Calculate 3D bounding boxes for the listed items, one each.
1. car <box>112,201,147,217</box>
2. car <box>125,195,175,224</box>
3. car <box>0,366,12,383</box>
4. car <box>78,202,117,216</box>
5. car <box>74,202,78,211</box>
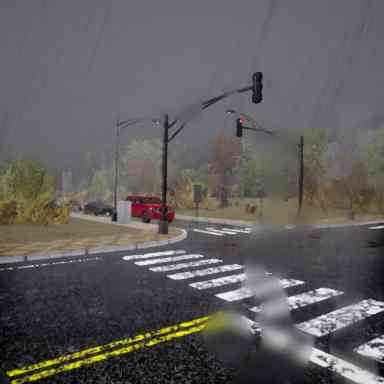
[{"bbox_3d":[-6.707,1.741,35.161,1.812,1.442,4.674,2,-1,-36],"label":"car"},{"bbox_3d":[-3.507,1.300,25.824,2.150,2.045,5.566,2,-1,-35],"label":"car"},{"bbox_3d":[-3.256,1.504,1.115,4.892,1.490,1.837,0,0,-35],"label":"car"},{"bbox_3d":[-9.632,1.685,34.192,2.033,1.411,5.357,2,-2,-35],"label":"car"},{"bbox_3d":[-15.504,1.728,42.641,1.812,1.442,4.674,2,-1,-34],"label":"car"}]
